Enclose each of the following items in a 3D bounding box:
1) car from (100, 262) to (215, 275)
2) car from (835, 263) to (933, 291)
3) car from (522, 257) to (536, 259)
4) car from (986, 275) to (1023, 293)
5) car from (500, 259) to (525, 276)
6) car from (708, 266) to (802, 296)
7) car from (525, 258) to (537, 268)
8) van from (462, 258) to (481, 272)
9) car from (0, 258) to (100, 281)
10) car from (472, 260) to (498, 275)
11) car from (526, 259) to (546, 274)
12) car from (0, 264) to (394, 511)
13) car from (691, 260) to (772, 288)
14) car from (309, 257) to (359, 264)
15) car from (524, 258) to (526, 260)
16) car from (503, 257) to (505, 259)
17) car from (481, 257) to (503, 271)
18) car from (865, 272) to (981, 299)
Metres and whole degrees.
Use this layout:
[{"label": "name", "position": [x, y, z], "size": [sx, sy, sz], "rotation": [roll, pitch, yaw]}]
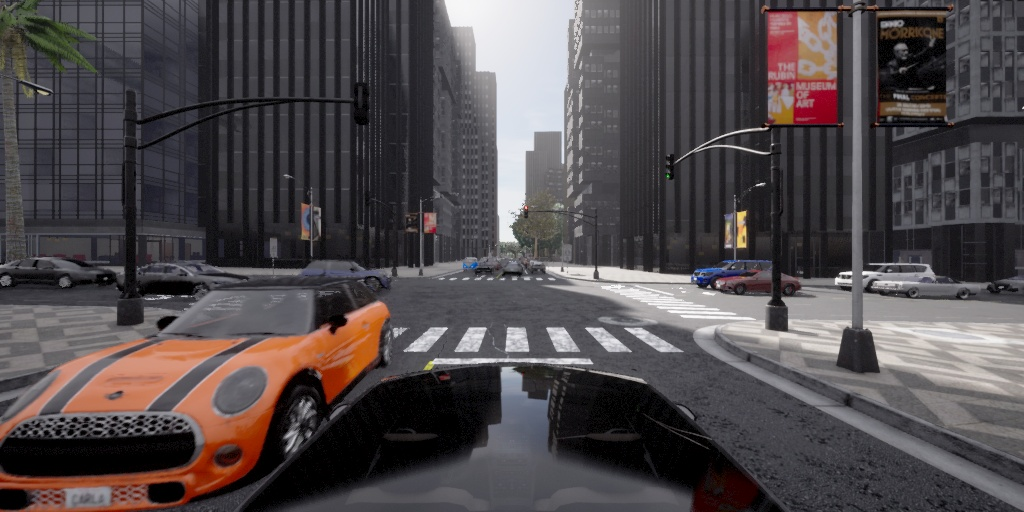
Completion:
[{"label": "car", "position": [-13.495, 1.020, 14.917], "size": [4.902, 1.511, 2.128], "rotation": [1, 0, 4]}, {"label": "car", "position": [25.887, 1.488, 24.904], "size": [5.566, 2.045, 2.150], "rotation": [1, 0, 0]}, {"label": "car", "position": [3.152, 1.079, 58.309], "size": [2.192, 1.841, 5.009], "rotation": [0, 0, 1]}, {"label": "car", "position": [35.928, 2.022, 24.853], "size": [4.181, 1.385, 1.994], "rotation": [1, 0, 0]}, {"label": "car", "position": [0.100, 1.321, 37.643], "size": [1.994, 1.385, 4.181], "rotation": [0, 0, 3]}, {"label": "car", "position": [14.844, 1.579, 21.701], "size": [4.674, 1.442, 1.812], "rotation": [1, 0, 0]}, {"label": "car", "position": [3.044, 1.285, 47.453], "size": [1.751, 1.417, 4.829], "rotation": [0, 0, 1]}, {"label": "van", "position": [-5.482, 1.101, 47.366], "size": [1.690, 1.789, 3.998], "rotation": [0, 0, 1]}, {"label": "car", "position": [-23.280, 0.866, 18.408], "size": [4.892, 1.490, 1.837], "rotation": [1, 0, 0]}, {"label": "car", "position": [-2.896, 1.358, 38.986], "size": [1.895, 1.301, 4.718], "rotation": [0, 0, 1]}, {"label": "car", "position": [2.988, 1.308, 41.771], "size": [2.007, 1.370, 4.403], "rotation": [0, 0, 1]}, {"label": "car", "position": [-3.134, 1.102, 4.761], "size": [2.097, 1.767, 4.553], "rotation": [0, 0, -4]}, {"label": "car", "position": [15.530, 1.294, 24.943], "size": [5.566, 2.045, 2.150], "rotation": [1, 0, 0]}, {"label": "car", "position": [-8.764, 0.981, 19.165], "size": [4.553, 1.767, 2.097], "rotation": [1, 0, -11]}, {"label": "car", "position": [3.097, 1.312, 52.796], "size": [2.007, 1.370, 4.403], "rotation": [0, 0, 1]}, {"label": "car", "position": [-2.682, 1.270, 59.519], "size": [1.837, 1.490, 4.892], "rotation": [0, 0, 1]}, {"label": "car", "position": [-2.789, 1.113, 49.269], "size": [2.097, 1.767, 4.553], "rotation": [0, 0, 1]}, {"label": "car", "position": [24.824, 1.841, 21.660], "size": [4.718, 1.301, 1.895], "rotation": [1, 0, 0]}]
